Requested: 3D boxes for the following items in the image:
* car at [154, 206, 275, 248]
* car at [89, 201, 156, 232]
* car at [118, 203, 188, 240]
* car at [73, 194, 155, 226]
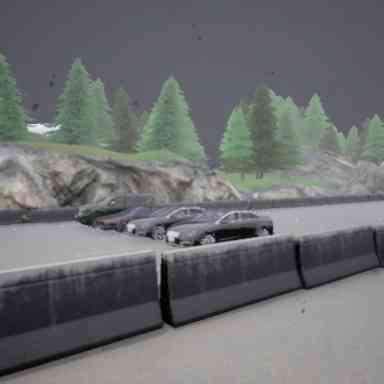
[{"bbox_3d":[1.245,1.433,13.476,4.902,1.511,2.128,-1,0,-35],"label":"car"},{"bbox_3d":[-2.806,1.488,19.185,5.357,1.411,2.033,-1,0,-35],"label":"car"},{"bbox_3d":[-0.790,1.433,16.324,4.902,1.511,2.128,-1,0,-35],"label":"car"},{"bbox_3d":[-4.875,1.163,22.009,5.566,2.045,2.150,-1,0,-35],"label":"car"}]
